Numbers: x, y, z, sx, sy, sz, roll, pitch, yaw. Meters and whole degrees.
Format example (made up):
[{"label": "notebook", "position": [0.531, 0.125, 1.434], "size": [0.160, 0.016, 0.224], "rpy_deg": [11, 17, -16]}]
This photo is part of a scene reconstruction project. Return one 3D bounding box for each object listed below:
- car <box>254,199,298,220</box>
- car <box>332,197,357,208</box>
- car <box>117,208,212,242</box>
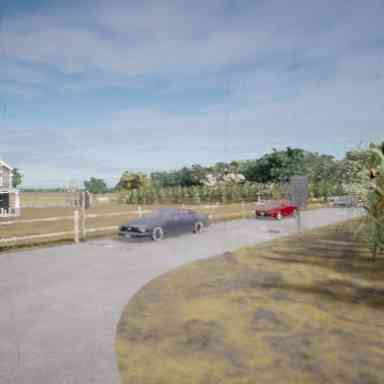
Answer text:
[{"label": "car", "position": [6.787, 1.334, 26.643], "size": [1.882, 1.535, 5.008], "rpy_deg": [0, 0, 39]}, {"label": "car", "position": [19.573, 1.308, 42.400], "size": [2.033, 1.411, 5.357], "rpy_deg": [0, 0, 39]}, {"label": "car", "position": [-1.169, 1.520, 16.772], "size": [2.033, 1.411, 5.357], "rpy_deg": [0, 0, 39]}]
